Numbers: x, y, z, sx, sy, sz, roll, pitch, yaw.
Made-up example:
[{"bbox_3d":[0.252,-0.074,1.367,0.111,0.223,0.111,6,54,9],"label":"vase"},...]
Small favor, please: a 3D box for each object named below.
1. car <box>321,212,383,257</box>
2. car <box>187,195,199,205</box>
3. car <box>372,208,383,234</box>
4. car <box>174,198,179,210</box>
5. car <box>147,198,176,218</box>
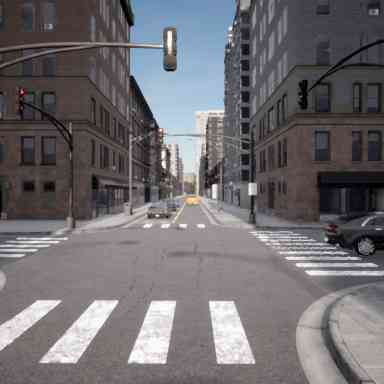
[{"bbox_3d":[7.420,1.516,12.420,4.892,1.490,1.837,0,0,0],"label":"car"},{"bbox_3d":[0.114,1.403,60.835,2.097,1.767,4.553,0,0,0],"label":"car"},{"bbox_3d":[12.372,1.563,17.918,4.313,1.339,1.947,0,0,0],"label":"car"},{"bbox_3d":[-2.837,1.523,39.735,1.837,1.490,4.892,0,0,0],"label":"car"},{"bbox_3d":[-2.843,1.556,30.016,2.033,1.411,5.357,0,0,0],"label":"car"}]
